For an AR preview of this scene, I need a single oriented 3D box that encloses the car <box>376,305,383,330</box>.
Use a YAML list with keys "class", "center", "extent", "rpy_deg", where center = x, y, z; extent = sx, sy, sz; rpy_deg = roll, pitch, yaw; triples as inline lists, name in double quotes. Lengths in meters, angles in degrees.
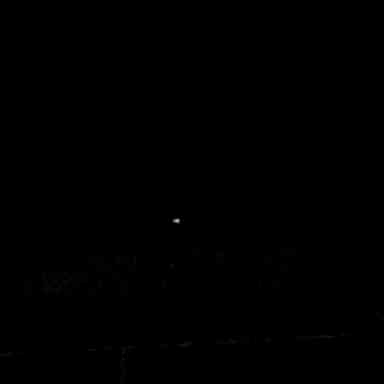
- class: "car"
  center: [5.250, 1.640, 4.784]
  extent: [4.829, 1.417, 1.752]
  rpy_deg: [0, -2, -5]
